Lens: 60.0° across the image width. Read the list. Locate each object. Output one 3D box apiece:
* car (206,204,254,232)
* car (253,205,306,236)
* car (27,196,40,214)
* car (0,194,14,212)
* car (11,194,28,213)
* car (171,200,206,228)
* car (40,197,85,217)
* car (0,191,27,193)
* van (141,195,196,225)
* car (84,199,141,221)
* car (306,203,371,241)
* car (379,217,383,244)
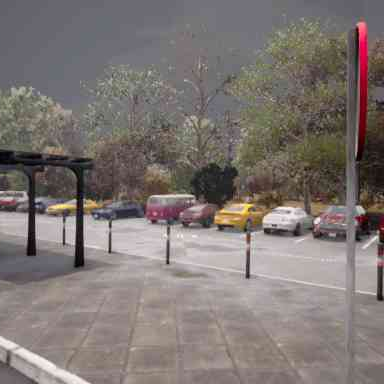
[{"bbox_3d":[3.265,1.475,20.396,2.097,1.535,5.008,1,0,35],"label":"car"},{"bbox_3d":[5.526,1.541,18.787,2.002,1.452,4.674,1,0,35],"label":"car"},{"bbox_3d":[-12.534,1.327,31.704,2.163,1.488,4.792,1,0,36],"label":"car"},{"bbox_3d":[-17.067,1.247,34.908,2.097,1.535,5.008,1,0,35],"label":"car"},{"bbox_3d":[-14.806,1.274,33.297,2.231,1.521,4.892,1,0,35],"label":"car"},{"bbox_3d":[1.004,1.490,22.010,2.002,1.452,4.674,1,0,36],"label":"car"},{"bbox_3d":[-10.399,1.320,29.918,1.946,1.575,5.366,1,0,36],"label":"car"},{"bbox_3d":[-21.605,0.945,38.102,2.435,2.045,5.566,1,0,36],"label":"car"},{"bbox_3d":[-1.183,1.198,23.717,1.878,1.987,4.442,1,0,36],"label":"van"},{"bbox_3d":[-5.788,1.403,26.822,2.163,1.488,4.792,1,0,35],"label":"car"},{"bbox_3d":[7.806,1.402,17.202,2.185,1.767,4.553,1,0,35],"label":"car"},{"bbox_3d":[10.050,1.553,15.571,2.097,1.535,5.008,1,0,35],"label":"car"}]
